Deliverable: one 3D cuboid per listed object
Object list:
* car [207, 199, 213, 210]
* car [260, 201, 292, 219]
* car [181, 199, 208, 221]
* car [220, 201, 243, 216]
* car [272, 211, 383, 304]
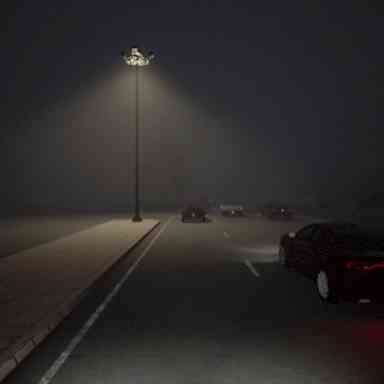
[{"bbox_3d":[1.417,1.501,41.425,1.994,1.385,4.181,0,0,12],"label":"car"},{"bbox_3d":[7.156,1.504,28.623,2.033,1.411,5.357,0,0,1],"label":"car"},{"bbox_3d":[0.136,1.485,26.553,1.812,1.442,4.674,0,0,1],"label":"car"},{"bbox_3d":[3.756,1.552,32.101,1.895,1.301,4.718,0,0,2],"label":"car"},{"bbox_3d":[3.602,1.465,8.197,1.882,1.535,5.008,0,0,0],"label":"car"}]
